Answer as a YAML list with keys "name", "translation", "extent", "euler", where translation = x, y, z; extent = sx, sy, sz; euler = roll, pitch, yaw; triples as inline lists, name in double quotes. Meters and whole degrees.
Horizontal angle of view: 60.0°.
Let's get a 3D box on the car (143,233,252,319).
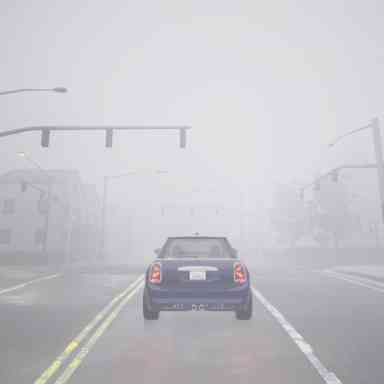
- name: "car"
  translation: [0.107, 1.810, 8.260]
  extent: [2.097, 1.767, 4.553]
  euler: [0, -7, 0]
